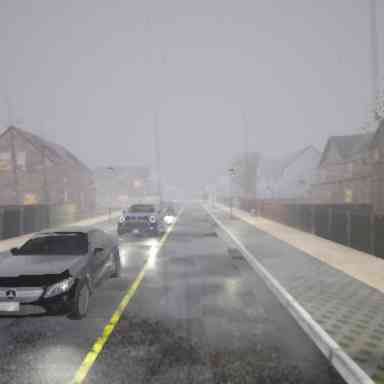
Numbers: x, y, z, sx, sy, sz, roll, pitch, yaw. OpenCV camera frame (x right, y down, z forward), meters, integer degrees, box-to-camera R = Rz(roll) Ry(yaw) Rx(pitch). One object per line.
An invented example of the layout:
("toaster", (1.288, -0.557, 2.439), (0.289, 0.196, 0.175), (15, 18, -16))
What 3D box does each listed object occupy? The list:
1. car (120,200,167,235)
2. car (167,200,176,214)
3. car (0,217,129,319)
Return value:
("car", (-2.796, 1.401, 18.982), (2.097, 1.767, 4.553), (0, 0, 1))
("car", (-2.755, 1.619, 36.442), (2.128, 1.511, 4.902), (0, 0, 0))
("car", (-2.839, 1.540, 7.518), (1.812, 1.442, 4.674), (0, 0, 0))
